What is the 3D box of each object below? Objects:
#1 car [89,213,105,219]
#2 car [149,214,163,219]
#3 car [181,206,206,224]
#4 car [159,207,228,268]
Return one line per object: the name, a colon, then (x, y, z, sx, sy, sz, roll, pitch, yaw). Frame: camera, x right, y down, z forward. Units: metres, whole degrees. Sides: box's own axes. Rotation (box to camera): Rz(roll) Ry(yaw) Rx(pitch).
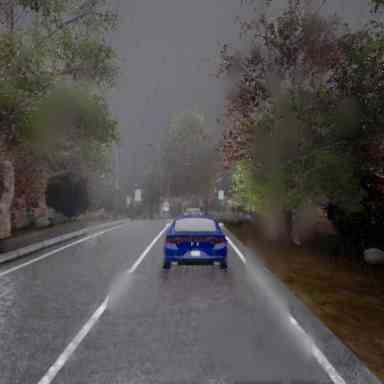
car: (-19.506, 5.014, 68.570, 1.837, 1.490, 4.892, -1, -5, 8)
car: (-7.794, 6.075, 82.464, 5.357, 1.411, 2.033, 2, -5, -17)
car: (0.145, 1.977, 29.023, 2.033, 1.411, 5.357, 0, -3, 1)
car: (0.100, 1.503, 11.423, 1.882, 1.535, 5.008, 0, 0, 0)
